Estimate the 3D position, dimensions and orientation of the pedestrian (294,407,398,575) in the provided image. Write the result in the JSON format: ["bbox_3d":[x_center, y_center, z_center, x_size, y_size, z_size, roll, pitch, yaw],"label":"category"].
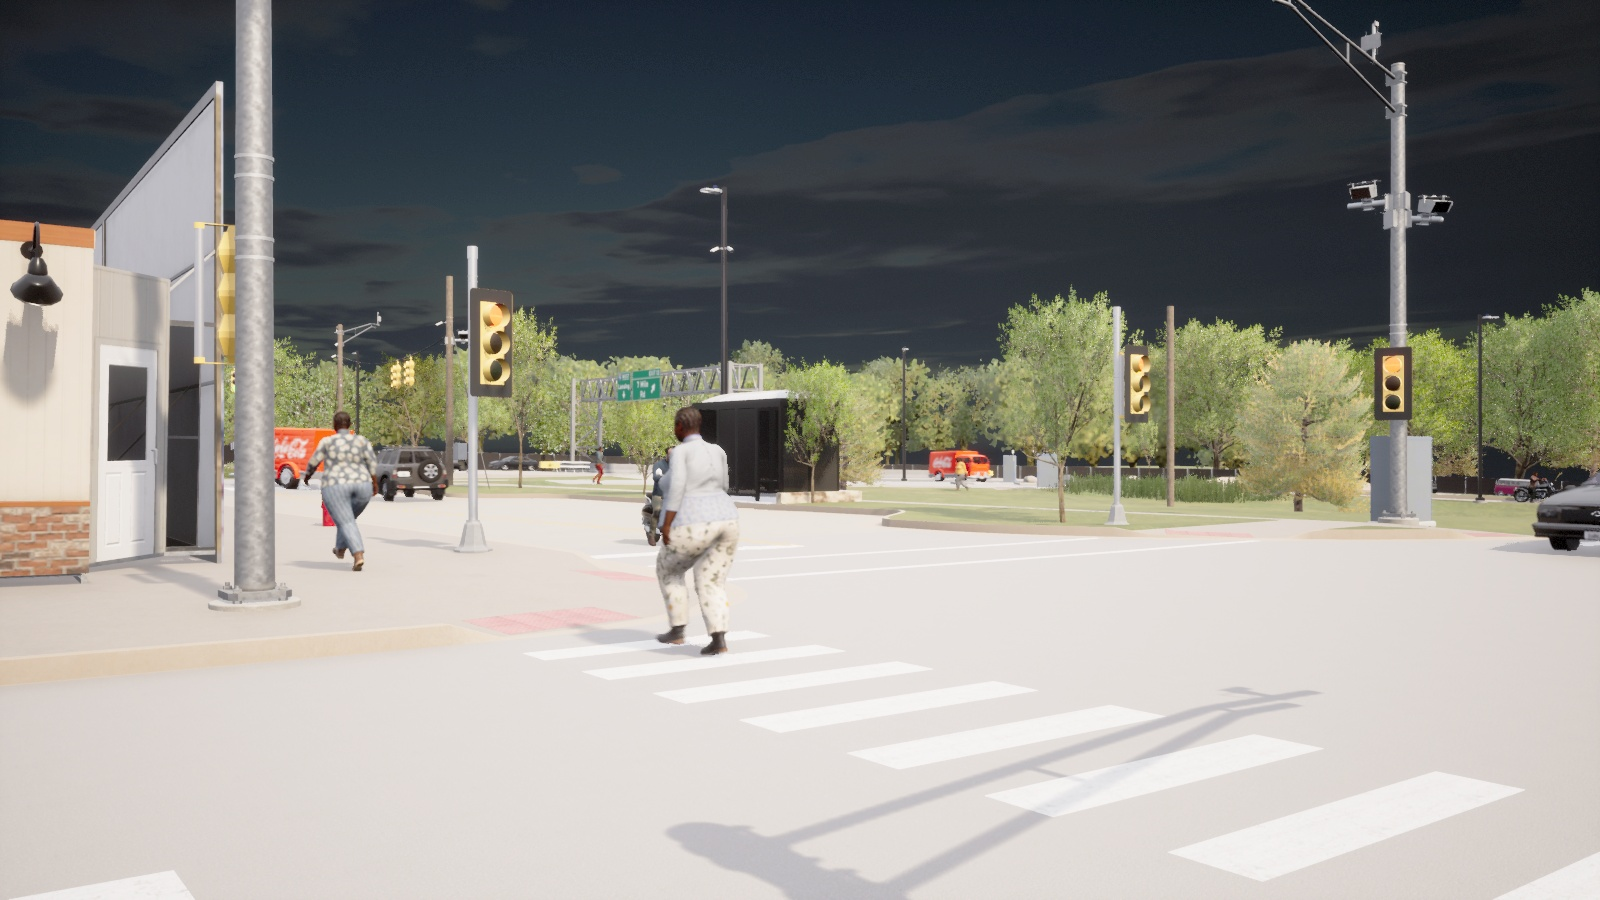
[{"bbox_3d":[-5.247,0.448,14.501,0.874,1.855,0.900,0,0,-38],"label":"pedestrian"}]

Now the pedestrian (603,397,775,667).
[{"bbox_3d":[-0.818,0.563,9.261,0.900,1.855,0.874,0,0,44],"label":"pedestrian"}]

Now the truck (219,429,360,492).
[{"bbox_3d":[-21.169,0.407,52.062,5.204,2.467,2.627,1,0,27],"label":"truck"}]

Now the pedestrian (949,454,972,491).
[{"bbox_3d":[8.249,1.157,64.458,0.900,1.855,0.874,0,0,-13],"label":"pedestrian"}]

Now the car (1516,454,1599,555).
[{"bbox_3d":[13.208,0.760,19.181,5.357,1.411,2.033,0,0,-38],"label":"car"}]

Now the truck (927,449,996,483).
[{"bbox_3d":[12.349,1.257,96.323,2.627,2.467,5.204,1,-2,-30],"label":"truck"}]

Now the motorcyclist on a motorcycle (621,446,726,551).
[{"bbox_3d":[-2.040,0.744,20.081,0.866,1.590,1.817,0,0,-36],"label":"motorcyclist on a motorcycle"}]

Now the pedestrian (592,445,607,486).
[{"bbox_3d":[-9.265,0.711,57.948,0.614,1.847,0.353,0,0,-24],"label":"pedestrian"}]

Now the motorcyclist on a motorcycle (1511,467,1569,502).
[{"bbox_3d":[36.430,1.689,61.827,0.766,1.649,2.350,0,0,-42],"label":"motorcyclist on a motorcycle"}]

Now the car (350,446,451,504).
[{"bbox_3d":[-13.595,0.817,42.592,1.932,1.855,4.605,0,0,-36],"label":"car"}]
